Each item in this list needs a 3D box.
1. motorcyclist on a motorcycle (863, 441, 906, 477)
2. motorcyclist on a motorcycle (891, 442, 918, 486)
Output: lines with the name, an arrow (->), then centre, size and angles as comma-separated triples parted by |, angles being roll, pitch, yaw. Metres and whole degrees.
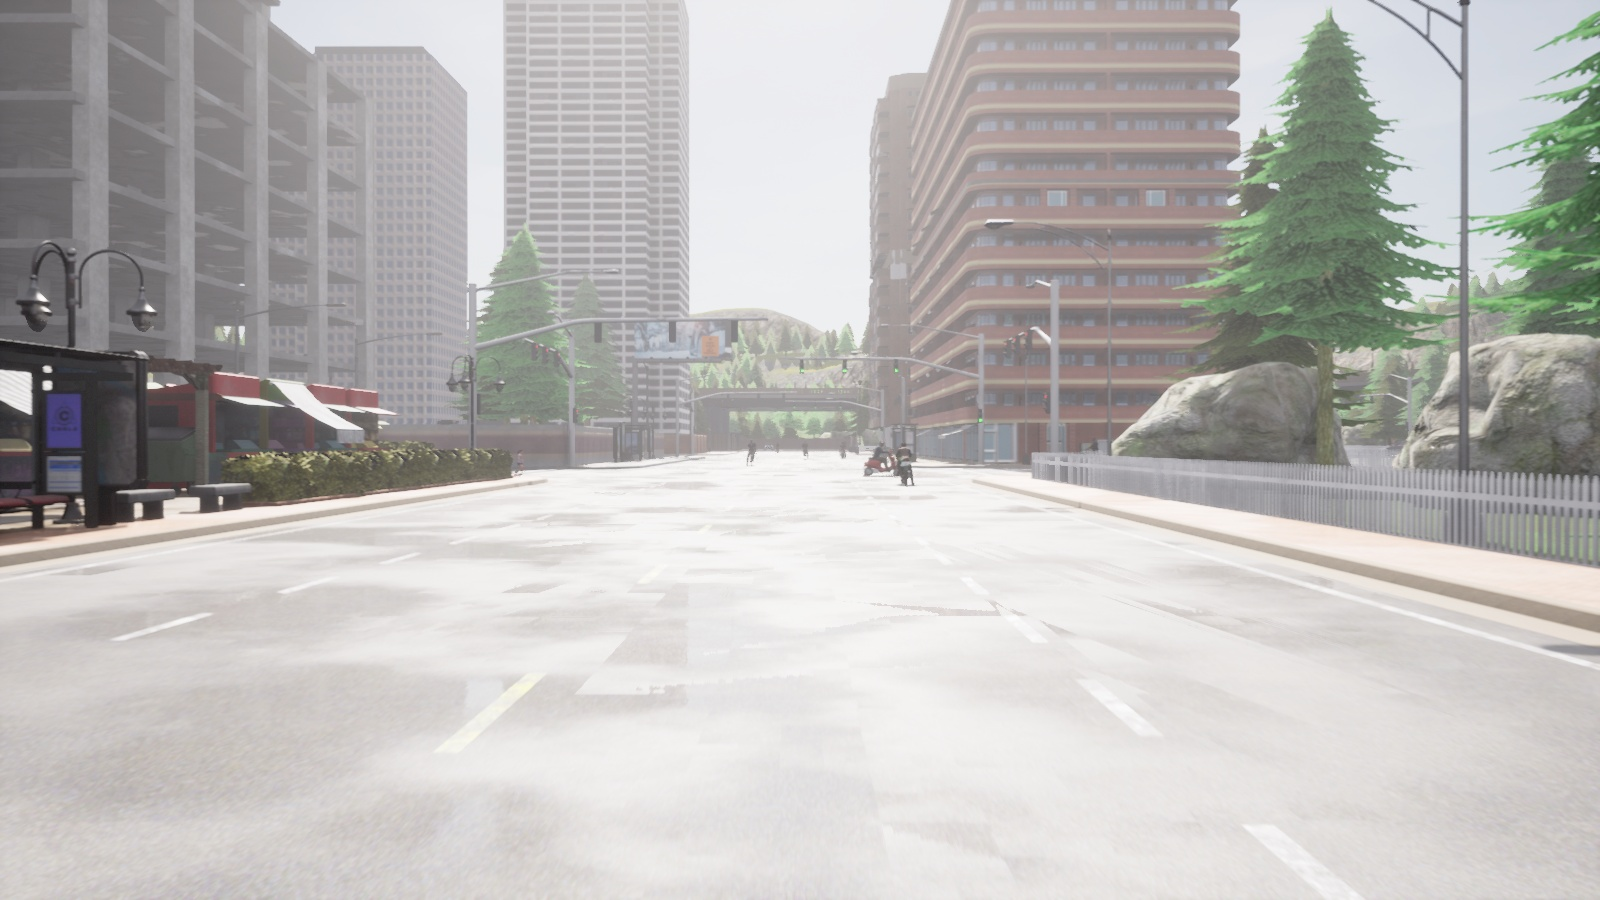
motorcyclist on a motorcycle -> 3.709, 0.380, 55.215 | 1.817, 1.590, 0.866 | 0, 0, 0
motorcyclist on a motorcycle -> 3.699, 0.481, 44.414 | 0.797, 1.523, 2.044 | 0, 0, 0
